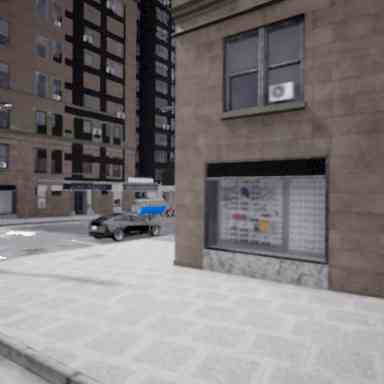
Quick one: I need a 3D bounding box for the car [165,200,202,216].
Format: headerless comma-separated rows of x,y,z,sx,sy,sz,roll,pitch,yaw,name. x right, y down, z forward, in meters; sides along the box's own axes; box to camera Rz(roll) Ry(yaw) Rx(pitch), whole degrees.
-0.863,1.730,36.420,1.967,1.590,4.097,0,0,36,car

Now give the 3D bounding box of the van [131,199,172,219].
-4.078,1.587,31.963,1.690,1.788,3.998,0,0,36,van

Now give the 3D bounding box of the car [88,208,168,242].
-3.599,1.816,18.058,1.947,1.339,4.313,0,0,36,car

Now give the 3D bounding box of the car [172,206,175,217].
-0.591,1.769,32.395,1.882,1.535,5.008,1,0,36,car
